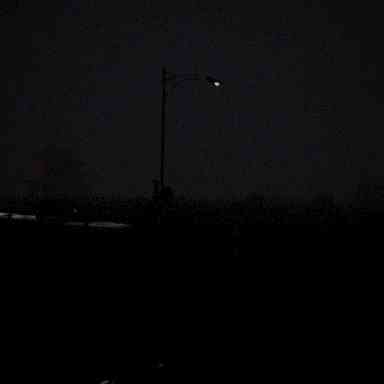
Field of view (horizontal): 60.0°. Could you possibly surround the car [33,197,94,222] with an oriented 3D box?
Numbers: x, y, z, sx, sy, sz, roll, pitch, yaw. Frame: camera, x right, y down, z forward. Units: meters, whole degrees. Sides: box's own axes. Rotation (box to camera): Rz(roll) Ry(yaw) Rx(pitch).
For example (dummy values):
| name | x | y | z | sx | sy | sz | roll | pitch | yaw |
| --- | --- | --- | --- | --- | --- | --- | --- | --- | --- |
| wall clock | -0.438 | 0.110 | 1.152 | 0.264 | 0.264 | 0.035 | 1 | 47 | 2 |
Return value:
| name | x | y | z | sx | sy | sz | roll | pitch | yaw |
| --- | --- | --- | --- | --- | --- | --- | --- | --- | --- |
| car | -9.022 | 1.160 | 23.312 | 5.008 | 1.535 | 1.882 | 1 | -1 | 31 |
